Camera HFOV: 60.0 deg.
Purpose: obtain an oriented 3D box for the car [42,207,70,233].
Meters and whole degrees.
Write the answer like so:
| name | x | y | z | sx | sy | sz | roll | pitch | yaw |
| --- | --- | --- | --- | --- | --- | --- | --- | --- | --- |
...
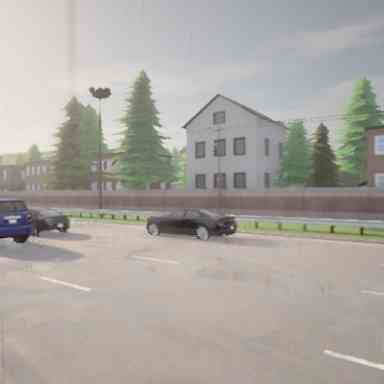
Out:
| name | x | y | z | sx | sy | sz | roll | pitch | yaw |
| --- | --- | --- | --- | --- | --- | --- | --- | --- | --- |
| car | -8.819 | 1.606 | 18.882 | 4.674 | 1.442 | 1.812 | 0 | 0 | 36 |

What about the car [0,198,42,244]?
| name | x | y | z | sx | sy | sz | roll | pitch | yaw |
| --- | --- | --- | --- | --- | --- | --- | --- | --- | --- |
| car | -9.440 | 1.294 | 15.026 | 5.566 | 2.045 | 2.150 | 0 | 0 | 36 |

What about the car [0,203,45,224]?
| name | x | y | z | sx | sy | sz | roll | pitch | yaw |
| --- | --- | --- | --- | --- | --- | --- | --- | --- | --- |
| car | -14.461 | 1.670 | 27.207 | 5.357 | 1.411 | 2.033 | 0 | 0 | 36 |

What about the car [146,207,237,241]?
| name | x | y | z | sx | sy | sz | roll | pitch | yaw |
| --- | --- | --- | --- | --- | --- | --- | --- | --- | --- |
| car | -0.135 | 1.521 | 16.983 | 5.008 | 1.535 | 1.882 | 0 | 0 | 36 |
